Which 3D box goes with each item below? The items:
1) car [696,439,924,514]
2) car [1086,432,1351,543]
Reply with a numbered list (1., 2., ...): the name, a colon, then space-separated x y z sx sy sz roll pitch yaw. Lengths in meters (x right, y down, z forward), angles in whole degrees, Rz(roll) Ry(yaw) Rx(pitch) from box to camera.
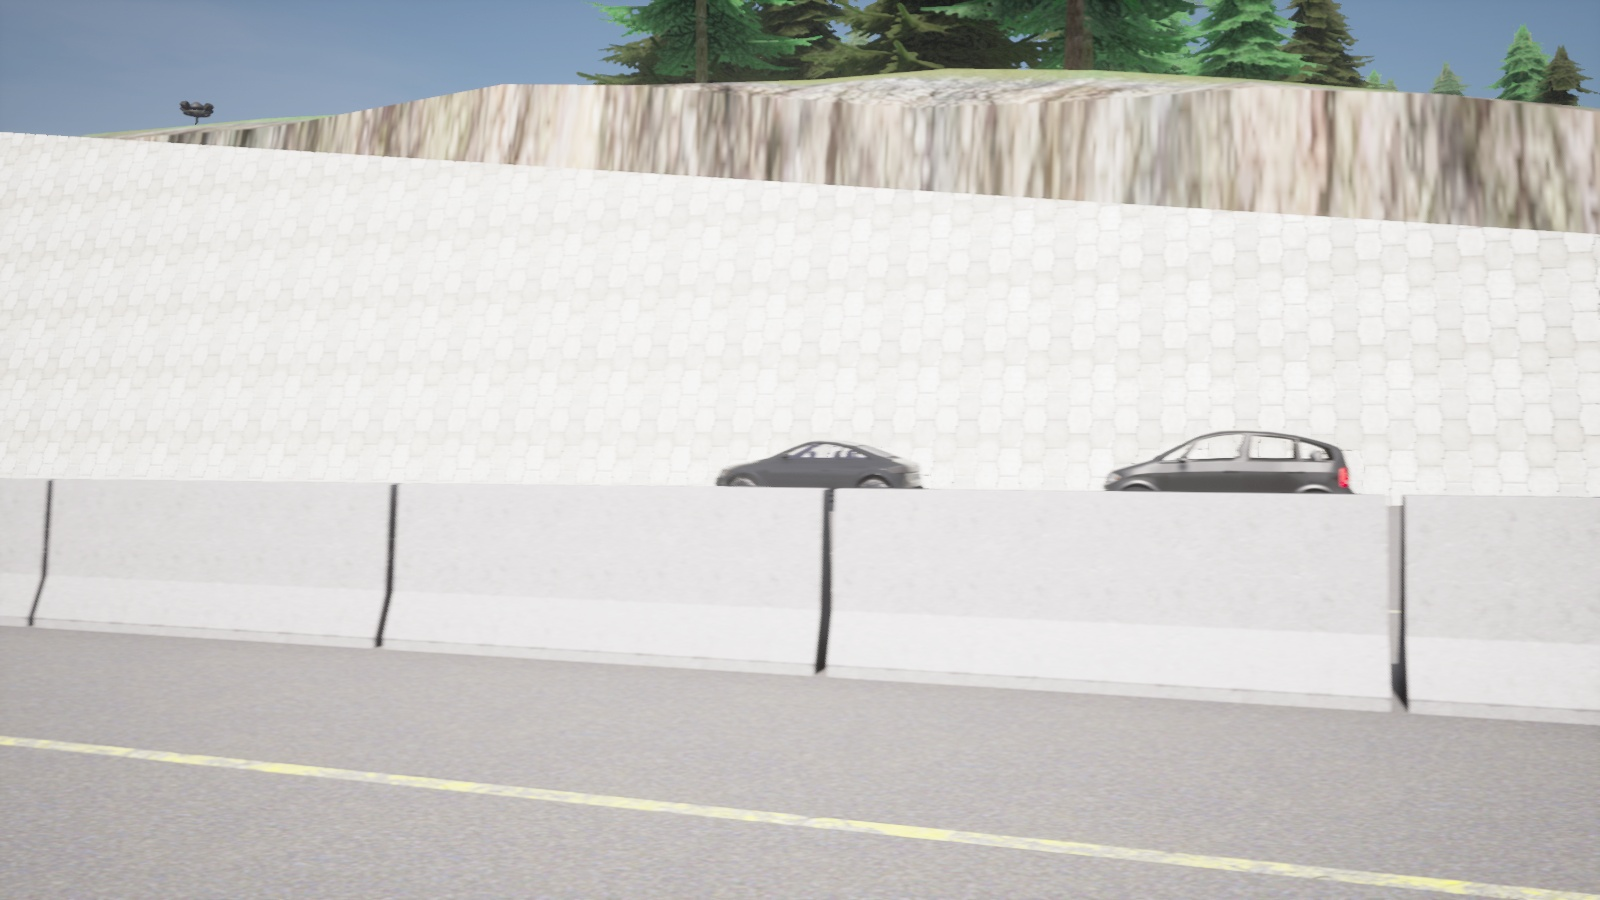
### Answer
1. car: 0.223 0.487 25.274 4.181 1.385 1.994 1 1 19
2. car: 6.431 0.520 19.491 3.705 1.549 1.789 1 1 19
